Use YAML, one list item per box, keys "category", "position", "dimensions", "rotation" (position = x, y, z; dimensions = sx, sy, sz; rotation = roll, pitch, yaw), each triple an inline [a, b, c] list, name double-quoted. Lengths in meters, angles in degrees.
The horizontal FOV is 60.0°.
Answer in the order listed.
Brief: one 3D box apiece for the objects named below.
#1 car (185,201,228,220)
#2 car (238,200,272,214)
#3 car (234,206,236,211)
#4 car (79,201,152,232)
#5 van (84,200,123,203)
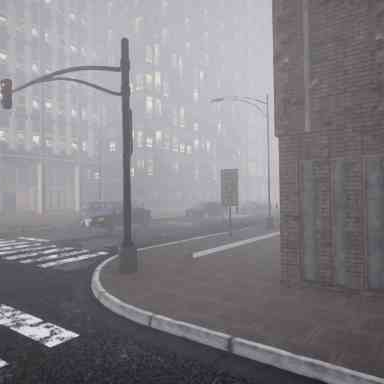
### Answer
- category: "car"
  position: [1.343, 1.563, 29.178]
  dimensions: [1.882, 1.535, 5.008]
  rotation: [-1, -1, 36]
- category: "car"
  position: [7.292, 1.707, 37.469]
  dimensions: [1.895, 1.301, 4.718]
  rotation: [-1, -1, 36]
- category: "car"
  position: [6.873, 1.689, 41.354]
  dimensions: [1.752, 1.417, 4.829]
  rotation: [-2, -1, 36]
- category: "car"
  position: [-4.580, 1.558, 20.927]
  dimensions: [2.128, 1.511, 4.902]
  rotation: [-1, -1, 34]
- category: "van"
  position: [-5.958, 1.460, 23.441]
  dimensions: [1.690, 1.788, 3.998]
  rotation: [-2, -1, 36]
